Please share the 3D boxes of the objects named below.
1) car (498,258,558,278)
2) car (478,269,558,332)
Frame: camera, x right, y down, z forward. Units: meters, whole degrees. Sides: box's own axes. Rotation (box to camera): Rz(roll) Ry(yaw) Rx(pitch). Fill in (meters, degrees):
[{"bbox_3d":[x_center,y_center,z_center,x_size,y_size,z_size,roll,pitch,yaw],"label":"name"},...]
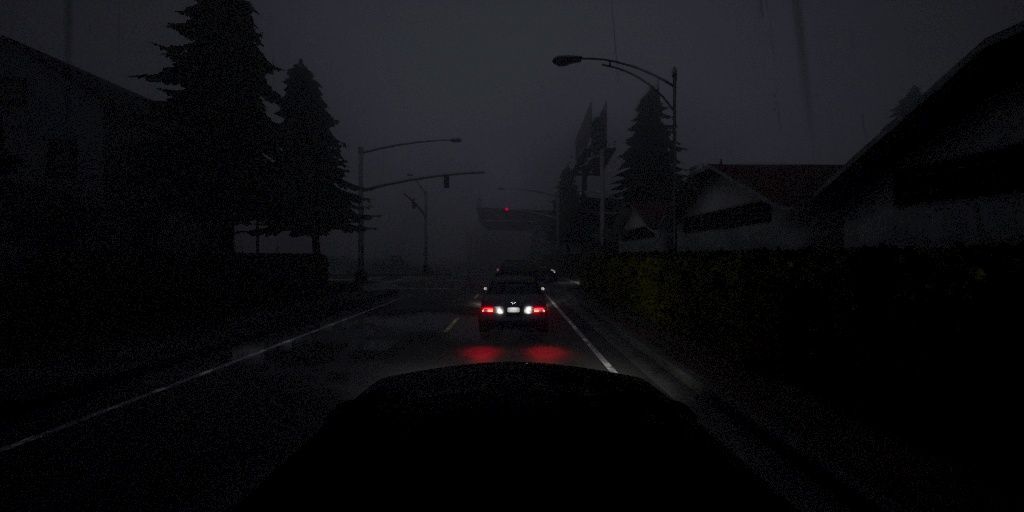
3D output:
[{"bbox_3d":[1.078,1.055,26.352,4.553,1.767,2.097,1,0,0],"label":"car"},{"bbox_3d":[0.058,1.297,10.837,2.033,1.411,5.357,0,0,1],"label":"car"}]
